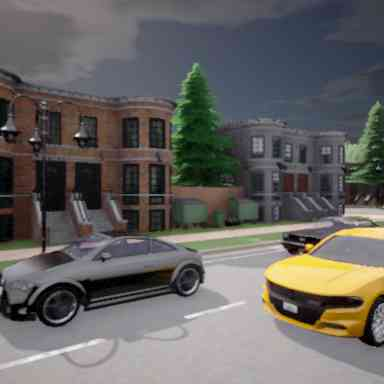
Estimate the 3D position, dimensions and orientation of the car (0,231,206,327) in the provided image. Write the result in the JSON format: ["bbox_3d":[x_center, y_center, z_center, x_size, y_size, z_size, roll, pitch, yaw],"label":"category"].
[{"bbox_3d":[-1.743,1.565,7.044,4.181,1.385,1.994,0,0,-35],"label":"car"}]

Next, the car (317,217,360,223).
[{"bbox_3d":[5.393,1.599,12.117,4.718,1.301,1.895,0,0,-35],"label":"car"}]

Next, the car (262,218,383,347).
[{"bbox_3d":[3.527,1.477,6.498,5.008,1.535,1.882,0,0,-35],"label":"car"}]
